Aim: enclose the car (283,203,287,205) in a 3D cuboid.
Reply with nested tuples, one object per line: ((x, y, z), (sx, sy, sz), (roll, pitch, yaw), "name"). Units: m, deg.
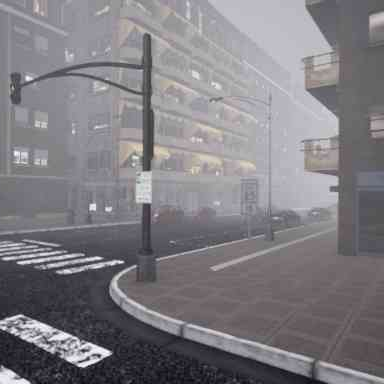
((13.697, 2.404, 50.709), (1.752, 1.417, 4.829), (-1, -1, 35), "car")

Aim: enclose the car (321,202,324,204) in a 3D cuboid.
((29.948, 2.822, 74.175), (1.967, 1.590, 4.097), (-1, -1, 35), "car")

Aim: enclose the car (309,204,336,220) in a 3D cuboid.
((14.147, 2.296, 36.784), (1.947, 1.339, 4.313), (-1, -2, 35), "car")

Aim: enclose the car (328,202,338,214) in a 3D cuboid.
((20.719, 2.458, 46.245), (1.752, 1.417, 4.829), (-1, -2, 35), "car")

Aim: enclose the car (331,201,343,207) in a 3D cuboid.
((36.430, 3.022, 83.491), (1.967, 1.590, 4.097), (-1, -1, 35), "car")

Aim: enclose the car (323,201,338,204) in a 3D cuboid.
((23.585, 2.597, 54.829), (1.812, 1.442, 4.674), (0, -1, 35), "car")

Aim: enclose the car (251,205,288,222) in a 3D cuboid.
((7.244, 2.167, 31.307), (1.895, 1.301, 4.718), (0, -1, 35), "car")

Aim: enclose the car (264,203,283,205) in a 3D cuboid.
((10.556, 2.326, 46.188), (1.887, 1.381, 4.507), (-1, -1, 35), "car")

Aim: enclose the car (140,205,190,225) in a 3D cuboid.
((-2.393, 1.821, 27.551), (1.967, 1.590, 4.097), (-1, -1, 35), "car")

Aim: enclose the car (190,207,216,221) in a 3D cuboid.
((0.844, 2.063, 32.207), (1.802, 1.307, 4.206), (-1, -1, 35), "car")

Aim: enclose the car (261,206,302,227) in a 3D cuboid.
((7.671, 2.095, 27.463), (1.947, 1.339, 4.313), (-1, -2, 35), "car")
